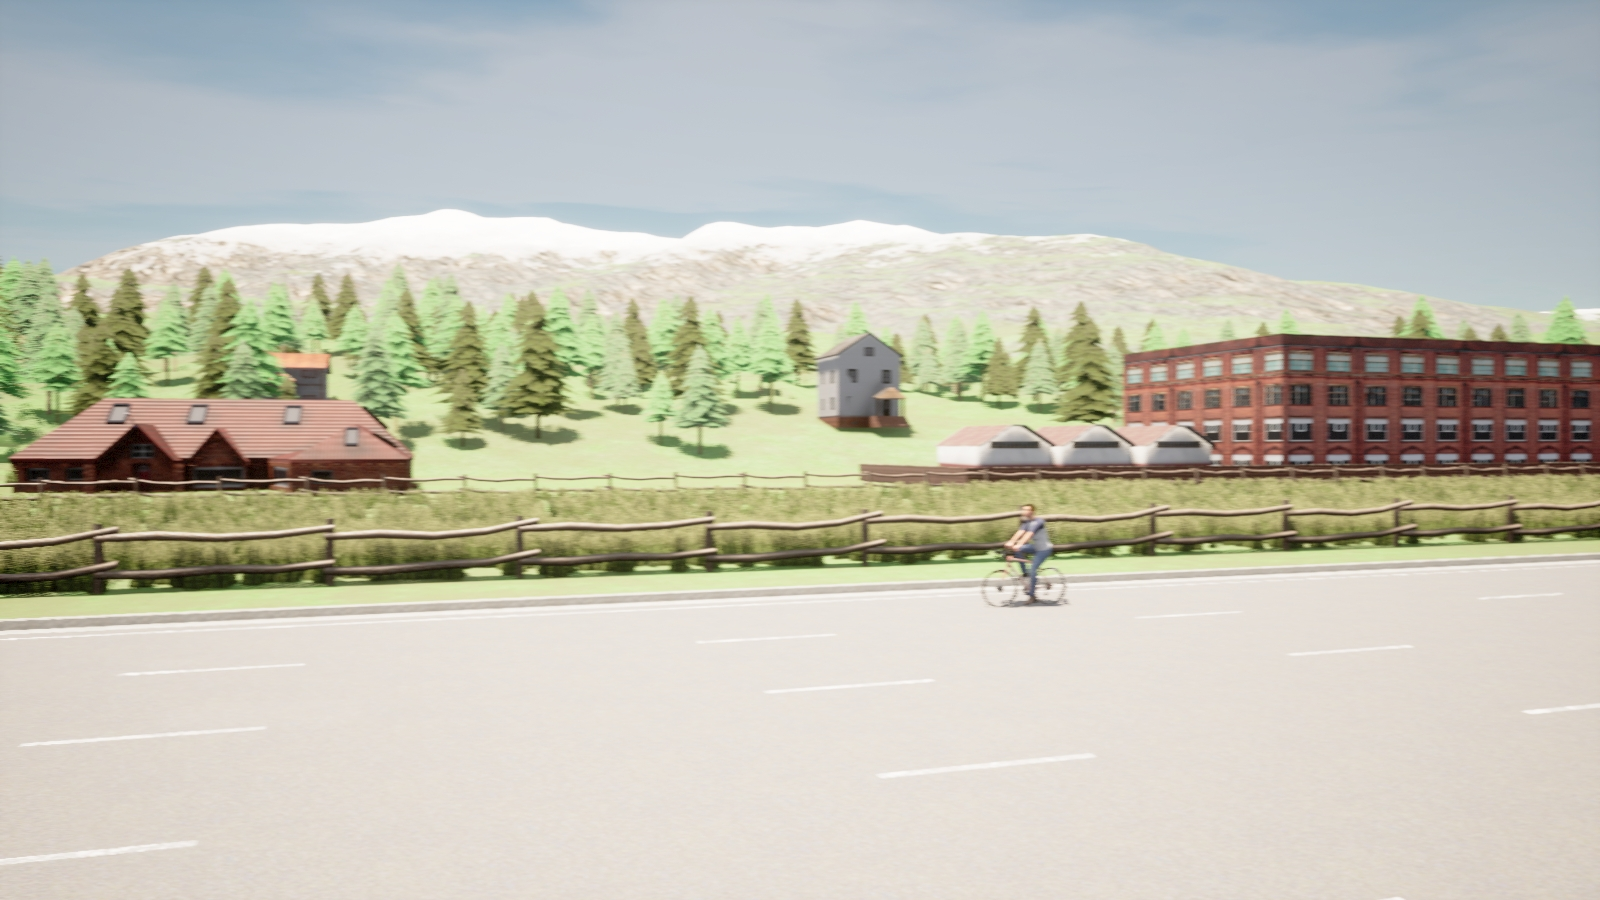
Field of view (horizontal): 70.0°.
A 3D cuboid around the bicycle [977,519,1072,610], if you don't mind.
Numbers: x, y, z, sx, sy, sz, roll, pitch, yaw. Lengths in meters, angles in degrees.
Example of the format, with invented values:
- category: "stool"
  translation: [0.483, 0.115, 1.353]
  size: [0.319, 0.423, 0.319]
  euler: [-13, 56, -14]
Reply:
- category: "bicycle"
  translation: [3.927, 1.990, 19.980]
  size: [1.643, 1.496, 0.373]
  euler: [0, 0, -18]
